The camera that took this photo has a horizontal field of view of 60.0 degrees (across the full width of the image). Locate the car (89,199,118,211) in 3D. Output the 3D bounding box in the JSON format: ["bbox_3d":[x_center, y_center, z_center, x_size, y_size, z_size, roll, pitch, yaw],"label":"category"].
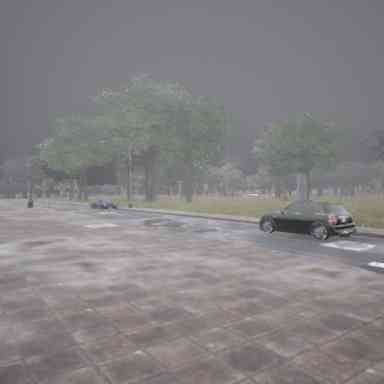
[{"bbox_3d":[-10.461,1.484,39.052,1.895,1.301,4.718,-2,1,-35],"label":"car"}]

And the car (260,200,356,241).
[{"bbox_3d":[5.531,1.250,16.532,2.097,1.767,4.553,-2,1,-35],"label":"car"}]
